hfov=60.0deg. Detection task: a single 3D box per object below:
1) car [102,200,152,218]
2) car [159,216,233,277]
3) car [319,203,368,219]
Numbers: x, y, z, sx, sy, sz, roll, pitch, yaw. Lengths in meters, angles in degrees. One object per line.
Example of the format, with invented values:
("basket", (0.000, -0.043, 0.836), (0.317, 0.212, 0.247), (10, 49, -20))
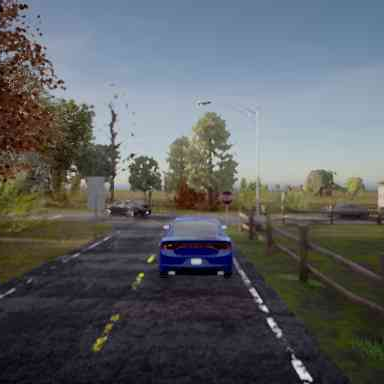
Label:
("car", (-5.809, 1.438, 29.445), (4.892, 1.490, 1.837), (1, -1, 33))
("car", (0.103, 1.476, 10.235), (1.882, 1.535, 5.008), (0, 0, 0))
("car", (14.150, 1.754, 31.140), (4.181, 1.385, 1.994), (1, 1, 0))
